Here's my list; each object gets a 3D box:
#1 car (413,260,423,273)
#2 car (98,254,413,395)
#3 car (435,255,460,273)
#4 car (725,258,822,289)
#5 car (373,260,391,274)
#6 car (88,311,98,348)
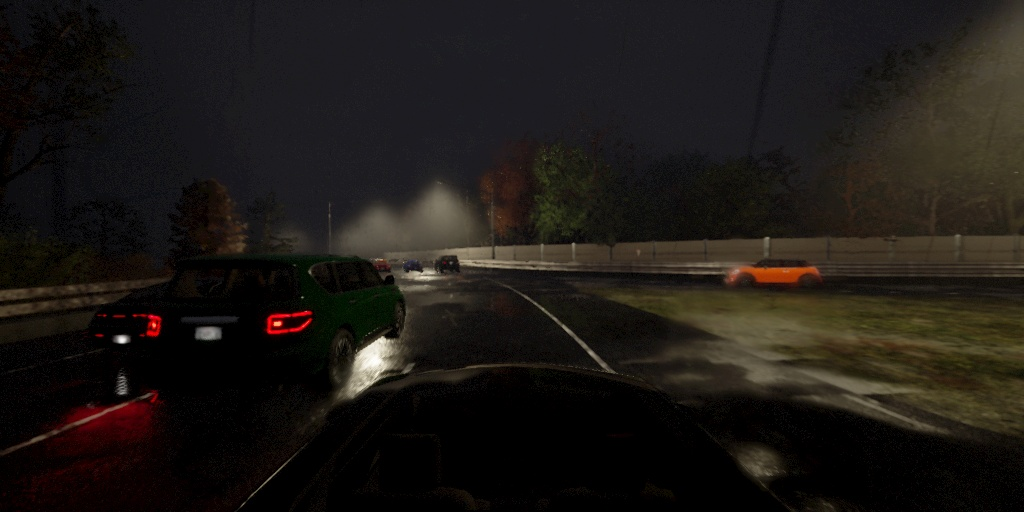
[{"bbox_3d":[-11.845,1.243,42.921,1.812,1.442,4.674,0,0,-22],"label":"car"},{"bbox_3d":[-3.676,0.982,6.847,2.150,2.045,5.566,0,0,-3],"label":"car"},{"bbox_3d":[-7.565,0.915,41.655,2.150,2.045,5.566,0,0,-20],"label":"car"},{"bbox_3d":[15.426,0.944,21.459,4.553,1.767,2.097,0,0,23],"label":"car"},{"bbox_3d":[-15.306,1.269,42.155,1.812,1.442,4.674,0,0,-22],"label":"car"},{"bbox_3d":[-7.381,1.285,9.043,1.837,1.490,4.892,0,0,-4],"label":"car"}]
